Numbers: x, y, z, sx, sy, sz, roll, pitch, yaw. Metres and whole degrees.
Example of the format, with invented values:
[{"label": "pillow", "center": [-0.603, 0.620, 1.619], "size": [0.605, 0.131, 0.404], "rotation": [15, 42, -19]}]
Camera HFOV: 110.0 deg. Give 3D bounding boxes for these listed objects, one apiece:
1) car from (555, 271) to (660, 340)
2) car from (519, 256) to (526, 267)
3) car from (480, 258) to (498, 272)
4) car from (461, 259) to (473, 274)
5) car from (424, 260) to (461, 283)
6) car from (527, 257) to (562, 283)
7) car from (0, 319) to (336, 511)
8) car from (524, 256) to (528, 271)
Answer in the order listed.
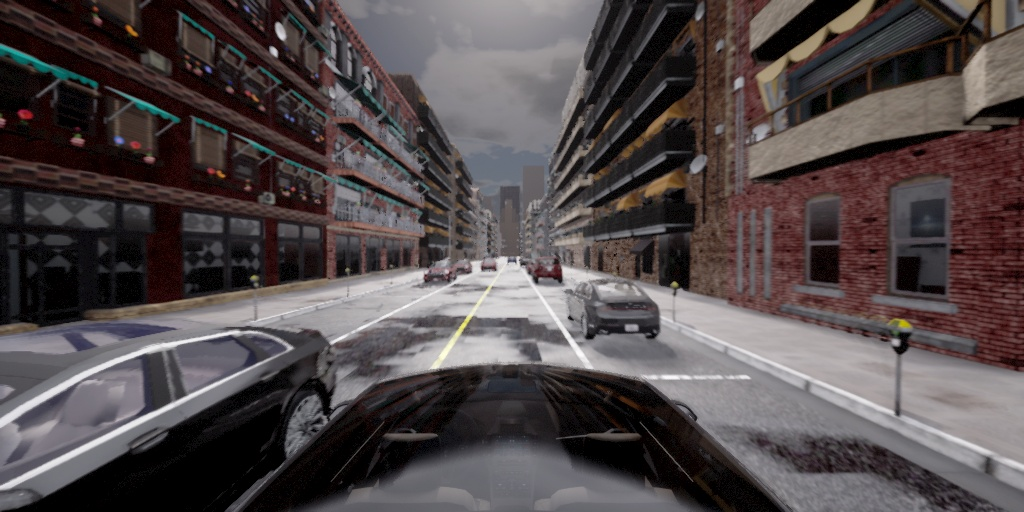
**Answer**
[{"label": "car", "center": [2.534, 1.277, 9.754], "size": [2.007, 1.370, 4.403], "rotation": [0, 0, 0]}, {"label": "car", "center": [2.251, 1.097, 59.389], "size": [1.837, 1.490, 4.892], "rotation": [0, 0, 0]}, {"label": "car", "center": [-2.817, 1.109, 44.449], "size": [1.882, 1.535, 5.008], "rotation": [0, 0, 0]}, {"label": "car", "center": [-5.303, 1.088, 38.286], "size": [1.967, 1.591, 4.097], "rotation": [0, 0, 0]}, {"label": "car", "center": [-5.307, 1.118, 26.983], "size": [1.967, 1.591, 4.097], "rotation": [0, 0, 0]}, {"label": "car", "center": [2.563, 0.993, 26.746], "size": [2.192, 1.841, 5.009], "rotation": [0, 0, 0]}, {"label": "car", "center": [-2.851, 1.241, 1.996], "size": [2.128, 1.511, 4.902], "rotation": [0, 0, 0]}, {"label": "car", "center": [2.582, 1.088, 38.074], "size": [1.967, 1.591, 4.097], "rotation": [0, 0, 0]}]
